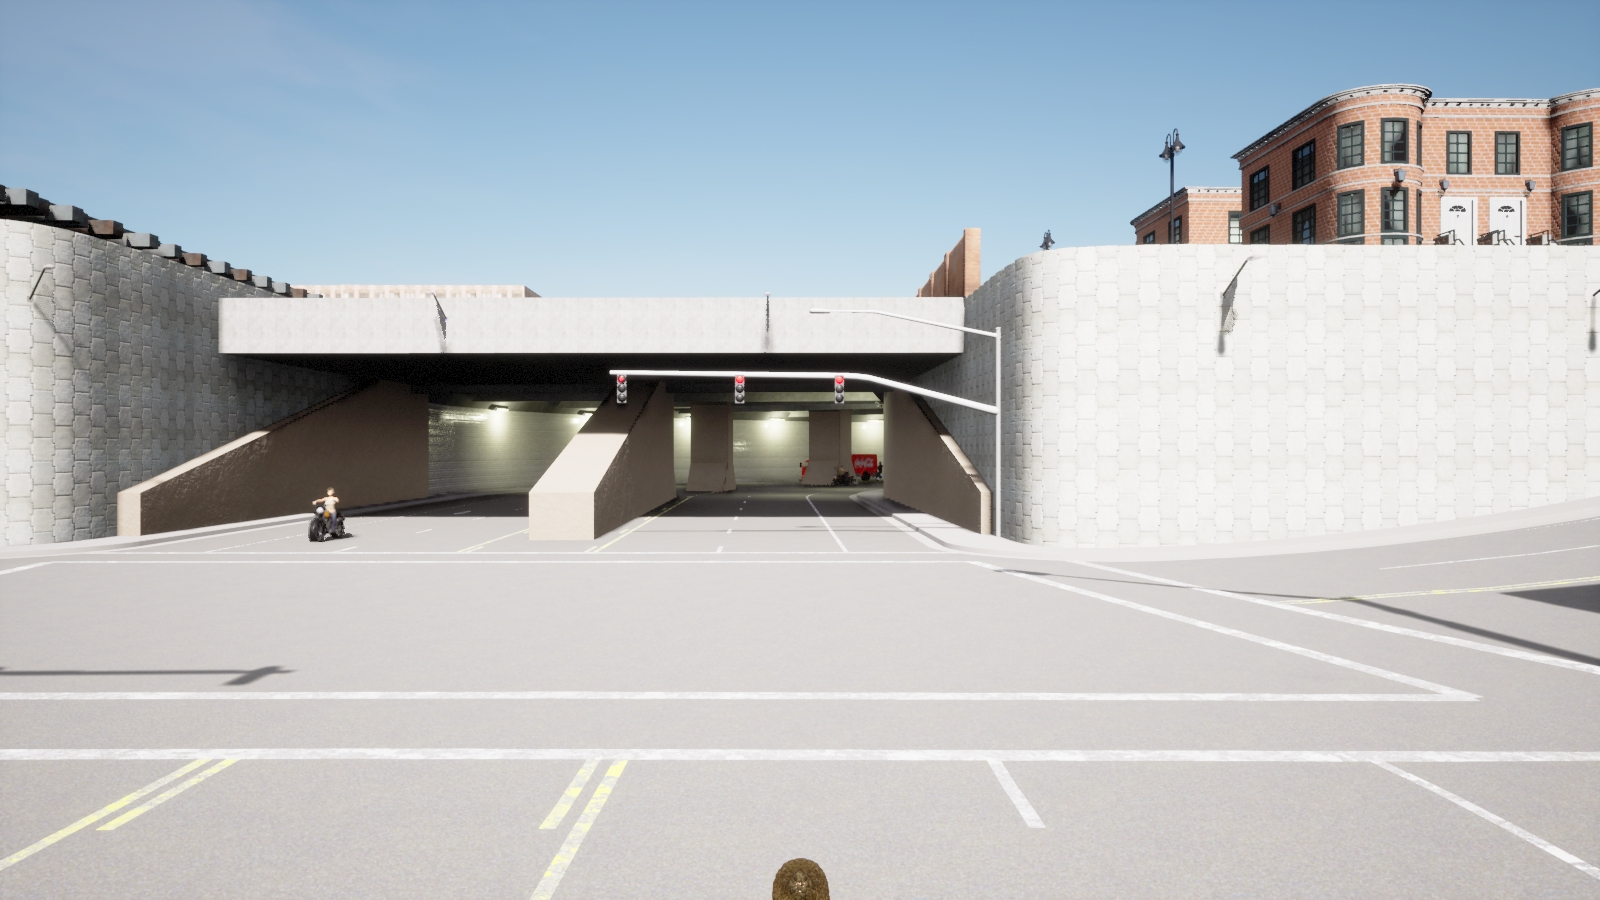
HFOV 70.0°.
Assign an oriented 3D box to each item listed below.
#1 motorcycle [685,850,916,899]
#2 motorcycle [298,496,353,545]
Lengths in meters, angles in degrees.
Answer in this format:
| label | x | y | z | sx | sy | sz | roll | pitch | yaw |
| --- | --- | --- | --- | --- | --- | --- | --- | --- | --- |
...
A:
| label | x | y | z | sx | sy | sz | roll | pitch | yaw |
| --- | --- | --- | --- | --- | --- | --- | --- | --- | --- |
| motorcycle | 0.004 | 2.174 | 3.443 | 0.803 | 1.224 | 2.033 | 0 | 0 | 0 |
| motorcycle | -14.569 | 2.143 | 35.154 | 0.764 | 1.332 | 2.356 | 0 | 0 | -2 |
